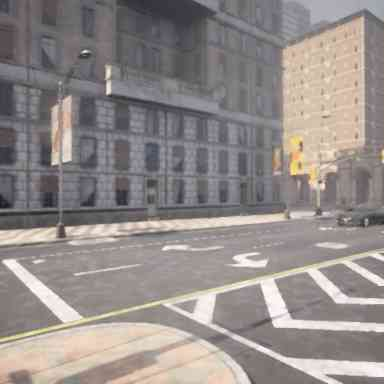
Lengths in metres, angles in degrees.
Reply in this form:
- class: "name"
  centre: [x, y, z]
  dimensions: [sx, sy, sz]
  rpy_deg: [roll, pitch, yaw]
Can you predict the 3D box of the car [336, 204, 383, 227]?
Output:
- class: "car"
  centre: [12.021, 1.623, 23.349]
  dimensions: [4.892, 1.490, 1.837]
  rpy_deg: [0, 0, -38]
